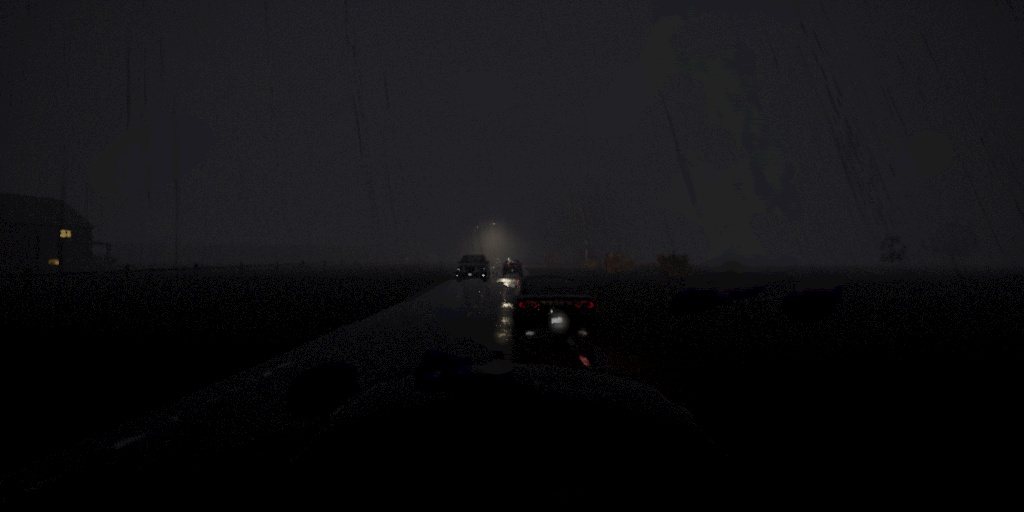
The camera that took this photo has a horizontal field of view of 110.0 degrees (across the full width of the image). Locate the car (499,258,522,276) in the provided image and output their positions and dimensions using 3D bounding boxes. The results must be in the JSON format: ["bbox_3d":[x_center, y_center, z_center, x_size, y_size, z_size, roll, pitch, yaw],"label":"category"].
[{"bbox_3d":[0.061,1.119,35.809,2.128,1.511,4.902,0,0,0],"label":"car"}]

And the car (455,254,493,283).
[{"bbox_3d":[-2.855,0.878,27.087,2.150,2.045,5.566,0,0,0],"label":"car"}]

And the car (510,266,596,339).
[{"bbox_3d":[0.961,1.198,9.975,1.882,1.535,5.008,0,0,0],"label":"car"}]
